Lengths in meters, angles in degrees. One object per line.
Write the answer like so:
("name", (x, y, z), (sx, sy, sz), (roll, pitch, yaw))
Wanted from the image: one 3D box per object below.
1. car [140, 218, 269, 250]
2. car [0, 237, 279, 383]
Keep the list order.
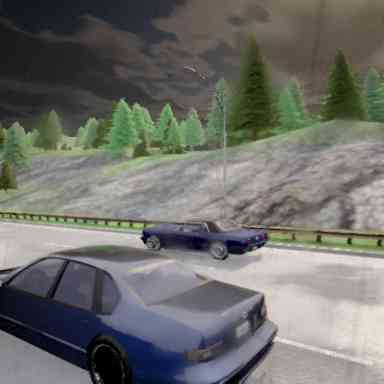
("car", (0.296, 1.625, 12.418), (4.718, 1.301, 1.895), (0, 0, 35))
("car", (-1.495, 1.565, 5.092), (5.357, 1.411, 2.033), (0, 0, 35))
